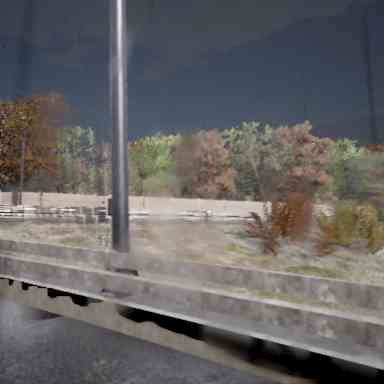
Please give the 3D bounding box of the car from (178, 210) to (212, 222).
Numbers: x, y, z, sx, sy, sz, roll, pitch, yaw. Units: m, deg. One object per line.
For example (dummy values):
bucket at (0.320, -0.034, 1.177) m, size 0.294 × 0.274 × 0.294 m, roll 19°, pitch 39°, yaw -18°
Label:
car at (0.413, 3.274, 45.438) m, size 4.902 × 1.511 × 2.128 m, roll 3°, pitch -2°, yaw -26°
